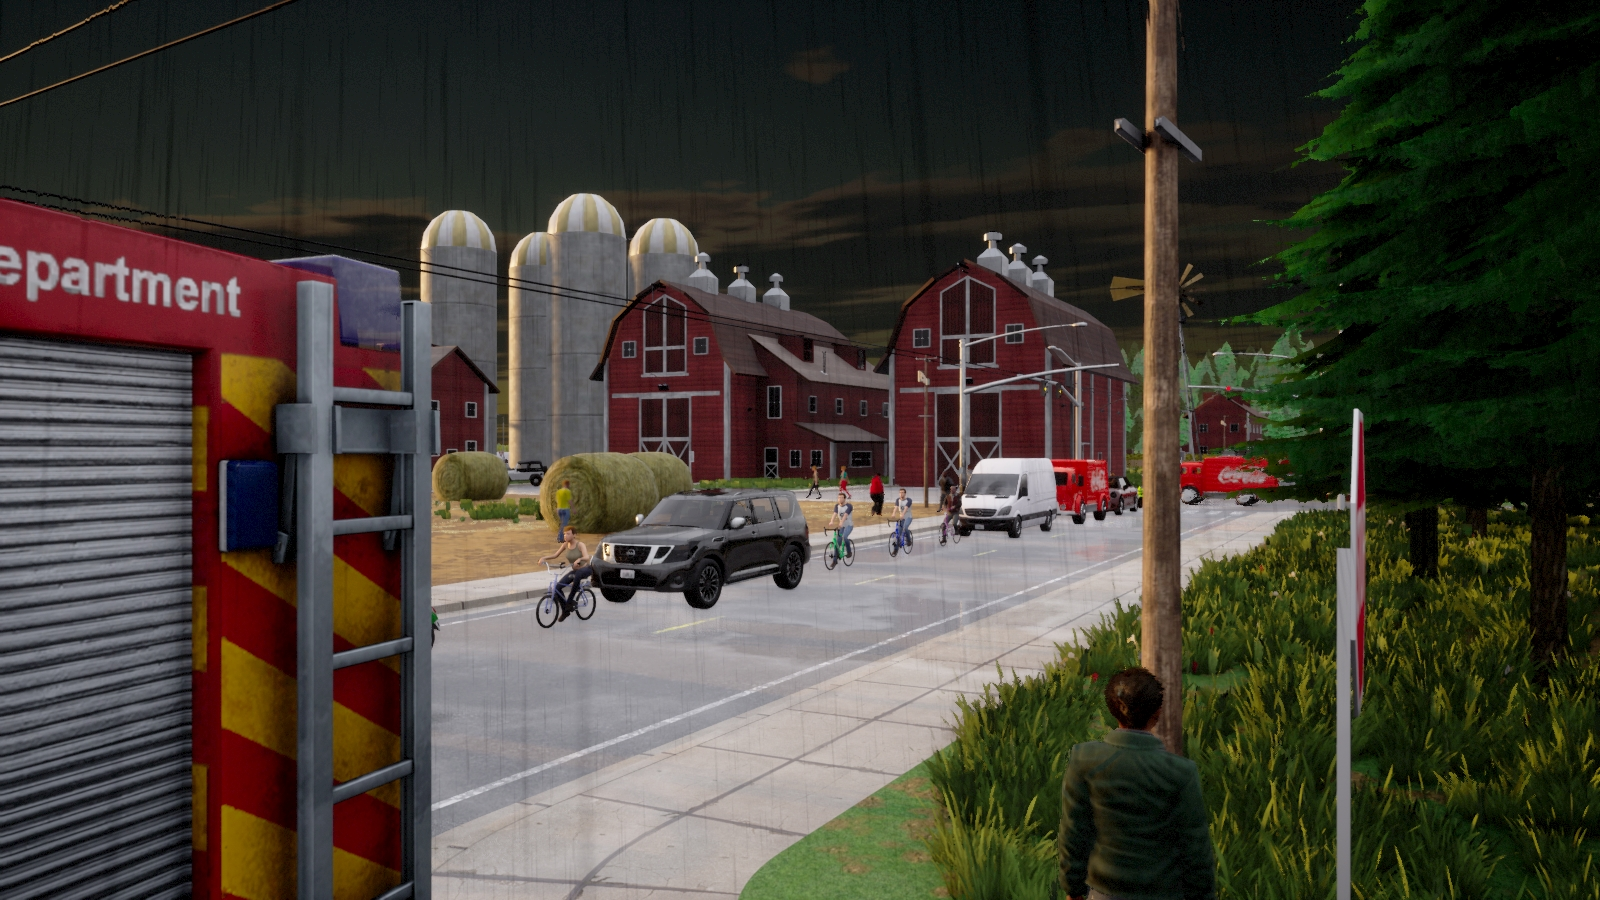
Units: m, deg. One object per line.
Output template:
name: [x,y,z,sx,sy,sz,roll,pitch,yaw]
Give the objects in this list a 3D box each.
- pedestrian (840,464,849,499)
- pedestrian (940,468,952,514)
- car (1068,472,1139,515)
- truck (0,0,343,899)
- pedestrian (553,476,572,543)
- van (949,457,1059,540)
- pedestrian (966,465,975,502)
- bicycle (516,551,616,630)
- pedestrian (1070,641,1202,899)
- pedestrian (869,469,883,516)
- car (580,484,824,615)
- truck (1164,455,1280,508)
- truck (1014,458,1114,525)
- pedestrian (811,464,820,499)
pedestrian: [2.383,1.670,60.847,0.375,1.860,0.375,0,0,29]
pedestrian: [6.028,1.693,47.110,0.375,1.860,0.375,0,0,37]
car: [13.653,1.903,51.218,2.097,1.767,4.553,0,0,28]
truck: [-5.969,0.867,3.799,8.468,3.827,2.891,0,0,20]
pedestrian: [-6.745,1.681,32.487,0.375,1.860,0.375,0,0,35]
van: [7.063,1.534,38.944,1.988,2.561,5.915,0,0,28]
pedestrian: [8.651,1.671,57.901,0.375,1.860,0.375,0,0,24]
bicycle: [-3.784,2.256,18.575,0.859,1.080,1.487,0,0,28]
pedestrian: [1.221,1.663,4.139,0.375,1.860,0.375,0,0,31]
pedestrian: [3.031,1.678,45.521,0.375,1.860,0.375,0,0,-38]
car: [-1.716,1.779,22.423,2.150,2.045,5.566,0,0,27]
truck: [21.569,1.575,58.392,5.204,2.467,2.627,1,1,27]
truck: [10.553,1.568,45.371,2.627,2.467,5.204,0,0,28]
pedestrian: [0.822,1.668,60.406,0.375,1.860,0.375,0,0,18]
